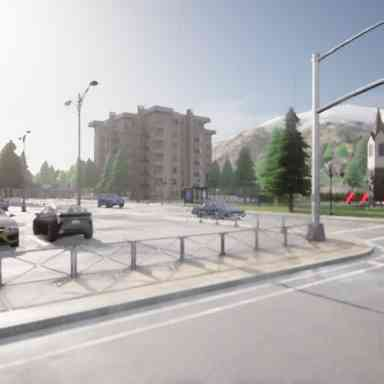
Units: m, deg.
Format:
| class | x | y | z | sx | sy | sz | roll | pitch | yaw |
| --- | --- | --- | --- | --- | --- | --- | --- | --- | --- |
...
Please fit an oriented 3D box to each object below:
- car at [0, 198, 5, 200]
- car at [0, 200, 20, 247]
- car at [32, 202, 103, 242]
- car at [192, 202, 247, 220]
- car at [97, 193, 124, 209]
| class | x | y | z | sx | sy | sz | roll | pitch | yaw |
| --- | --- | --- | --- | --- | --- | --- | --- | --- | --- |
| car | -21.308 | 1.374 | 36.626 | 1.845 | 1.501 | 3.633 | 0 | 0 | -36 |
| car | -8.582 | 1.331 | 13.641 | 2.152 | 1.636 | 5.027 | 0 | 0 | -36 |
| car | -6.069 | 1.339 | 15.519 | 2.007 | 1.523 | 4.514 | 0 | 0 | -36 |
| car | 2.159 | 1.547 | 28.129 | 2.033 | 1.411 | 5.357 | 0 | 0 | -36 |
| car | -11.516 | 1.225 | 46.852 | 2.150 | 2.045 | 5.566 | 0 | 0 | -36 |
